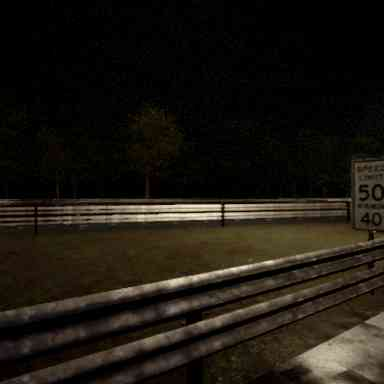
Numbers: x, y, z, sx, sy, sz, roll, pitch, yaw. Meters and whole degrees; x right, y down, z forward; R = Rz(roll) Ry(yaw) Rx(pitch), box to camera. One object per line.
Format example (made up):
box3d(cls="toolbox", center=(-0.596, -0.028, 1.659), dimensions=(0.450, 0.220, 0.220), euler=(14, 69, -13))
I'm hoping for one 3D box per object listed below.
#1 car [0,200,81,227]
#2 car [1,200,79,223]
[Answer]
box3d(cls="car", center=(-9.538, 1.318, 20.921), dimensions=(5.008, 1.535, 1.882), euler=(0, 0, -22))
box3d(cls="car", center=(-10.877, 1.338, 24.155), dimensions=(4.902, 1.511, 2.128), euler=(0, 0, -22))
